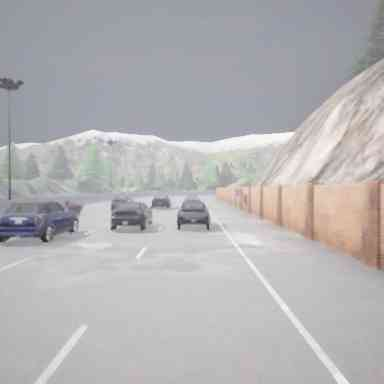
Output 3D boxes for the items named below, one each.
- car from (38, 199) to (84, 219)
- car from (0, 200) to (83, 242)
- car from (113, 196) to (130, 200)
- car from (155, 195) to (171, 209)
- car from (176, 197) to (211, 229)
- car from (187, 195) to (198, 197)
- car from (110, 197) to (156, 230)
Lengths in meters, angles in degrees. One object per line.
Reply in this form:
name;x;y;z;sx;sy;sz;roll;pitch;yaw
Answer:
car;-10.428;1.308;26.961;1.895;1.301;4.718;0;1;0
car;-6.916;1.185;15.372;2.097;1.767;4.553;0;1;0
car;-6.935;1.120;33.913;2.128;1.511;4.902;0;1;0
car;-3.441;1.057;38.193;1.882;1.535;5.008;0;1;0
car;0.078;1.272;19.854;2.128;1.511;4.902;0;1;0
car;0.053;1.109;37.665;1.812;1.442;4.674;0;1;0
car;-3.423;1.292;19.456;1.837;1.490;4.892;0;1;0
